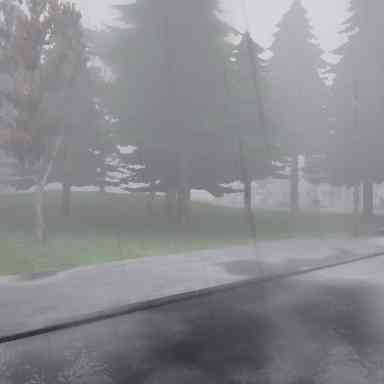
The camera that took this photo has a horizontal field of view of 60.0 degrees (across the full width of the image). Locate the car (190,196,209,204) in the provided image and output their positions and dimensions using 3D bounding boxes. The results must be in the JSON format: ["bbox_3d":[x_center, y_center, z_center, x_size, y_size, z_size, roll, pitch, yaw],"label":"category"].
[{"bbox_3d":[1.250,1.511,62.802,1.837,1.490,4.892,0,0,-35],"label":"car"}]

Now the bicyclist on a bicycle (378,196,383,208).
[{"bbox_3d":[24.949,1.347,43.842,1.656,1.620,0.582,0,0,-36],"label":"bicyclist on a bicycle"}]
